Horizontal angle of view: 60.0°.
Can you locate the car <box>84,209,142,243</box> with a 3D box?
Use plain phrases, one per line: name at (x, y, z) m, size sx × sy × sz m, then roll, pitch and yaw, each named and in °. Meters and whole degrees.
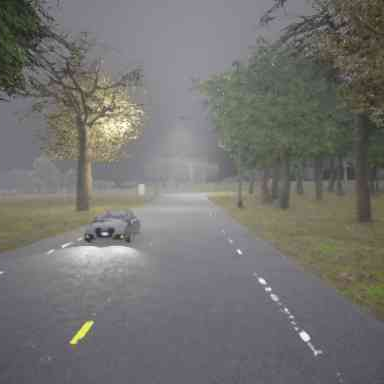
car at (-3.596, 1.520, 15.680) m, size 1.994 × 1.385 × 4.181 m, roll 0°, pitch 0°, yaw 0°
